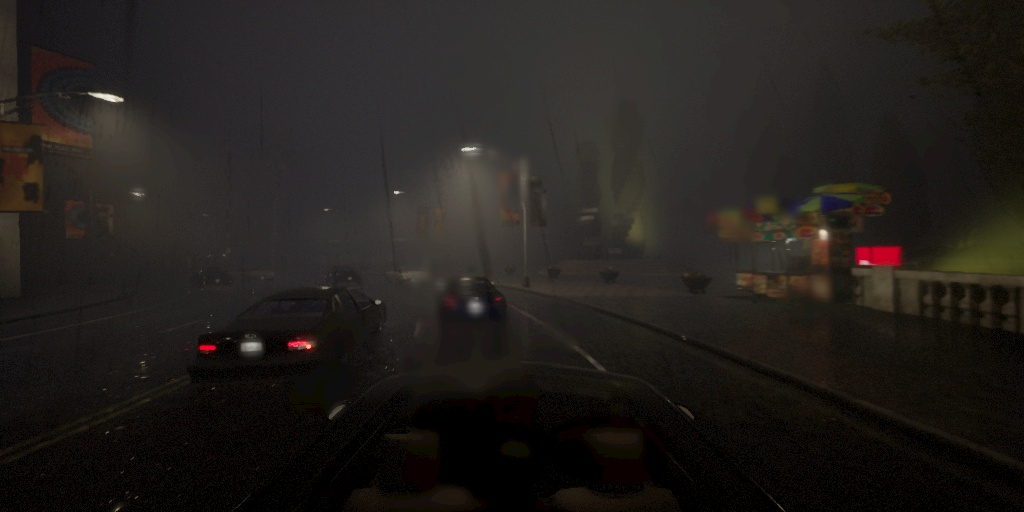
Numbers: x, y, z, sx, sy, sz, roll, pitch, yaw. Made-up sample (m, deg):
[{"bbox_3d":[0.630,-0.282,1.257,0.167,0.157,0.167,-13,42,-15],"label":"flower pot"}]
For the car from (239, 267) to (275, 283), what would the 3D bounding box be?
[{"bbox_3d":[-22.720,1.638,31.459,4.718,1.301,1.895,-1,0,35],"label":"car"}]

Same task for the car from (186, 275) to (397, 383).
[{"bbox_3d":[-4.034,1.348,7.566,2.033,1.411,5.357,-1,0,-8],"label":"car"}]

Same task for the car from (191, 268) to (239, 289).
[{"bbox_3d":[-22.038,1.598,26.385,4.181,1.385,1.994,-1,0,41],"label":"car"}]

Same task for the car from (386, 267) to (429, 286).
[{"bbox_3d":[-7.736,1.432,26.091,1.895,1.301,4.718,-1,0,-33],"label":"car"}]

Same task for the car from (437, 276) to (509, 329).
[{"bbox_3d":[-1.394,1.322,11.544,1.994,1.385,4.181,-1,0,-12],"label":"car"}]

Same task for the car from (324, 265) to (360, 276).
[{"bbox_3d":[-12.882,1.428,27.131,1.812,1.442,4.674,-1,0,-38],"label":"car"}]
